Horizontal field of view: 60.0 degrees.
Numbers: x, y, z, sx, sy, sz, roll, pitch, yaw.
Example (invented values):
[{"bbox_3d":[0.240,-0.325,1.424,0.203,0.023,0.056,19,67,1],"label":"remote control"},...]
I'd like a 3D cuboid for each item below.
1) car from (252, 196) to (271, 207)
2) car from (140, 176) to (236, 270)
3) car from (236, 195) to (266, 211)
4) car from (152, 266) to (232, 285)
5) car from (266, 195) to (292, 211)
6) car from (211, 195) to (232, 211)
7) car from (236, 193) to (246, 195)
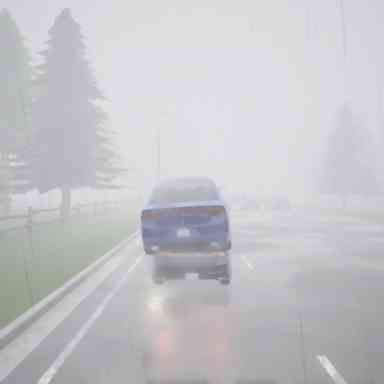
[{"bbox_3d":[10.495,1.403,50.467,1.837,1.490,4.892,0,0,0],"label":"car"},{"bbox_3d":[-0.084,0.323,8.695,1.882,1.535,5.008,-4,7,2],"label":"car"},{"bbox_3d":[6.996,1.411,40.047,2.128,1.511,4.902,0,0,0],"label":"car"},{"bbox_3d":[-0.002,1.533,9.423,2.128,1.511,4.902,0,1,0],"label":"car"},{"bbox_3d":[10.496,1.271,40.434,2.097,1.767,4.553,0,0,0],"label":"car"},{"bbox_3d":[3.496,1.271,40.433,2.097,1.767,4.553,0,0,0],"label":"car"},{"bbox_3d":[6.995,1.120,50.496,2.150,2.045,5.566,0,0,0],"label":"car"}]
